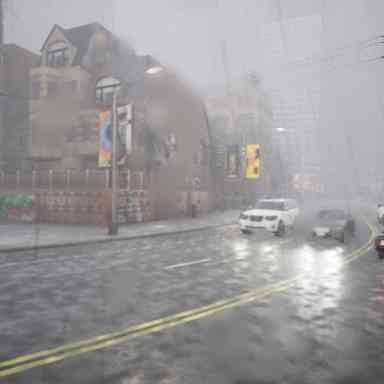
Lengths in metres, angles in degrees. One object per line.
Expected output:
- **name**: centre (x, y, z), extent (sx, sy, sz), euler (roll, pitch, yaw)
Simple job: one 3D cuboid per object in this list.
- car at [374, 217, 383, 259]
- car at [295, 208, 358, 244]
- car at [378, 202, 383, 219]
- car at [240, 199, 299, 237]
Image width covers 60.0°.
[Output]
- **car**: centre (8.256, 1.756, 12.474), extent (1.895, 1.301, 4.718), euler (0, -1, 37)
- **car**: centre (7.273, 1.678, 17.214), extent (2.128, 1.511, 4.902), euler (0, -1, 35)
- **car**: centre (15.559, 1.531, 25.257), extent (2.150, 2.045, 5.566), euler (0, 0, 25)
- **car**: centre (4.837, 1.415, 19.792), extent (2.150, 2.045, 5.566), euler (0, -1, 33)
